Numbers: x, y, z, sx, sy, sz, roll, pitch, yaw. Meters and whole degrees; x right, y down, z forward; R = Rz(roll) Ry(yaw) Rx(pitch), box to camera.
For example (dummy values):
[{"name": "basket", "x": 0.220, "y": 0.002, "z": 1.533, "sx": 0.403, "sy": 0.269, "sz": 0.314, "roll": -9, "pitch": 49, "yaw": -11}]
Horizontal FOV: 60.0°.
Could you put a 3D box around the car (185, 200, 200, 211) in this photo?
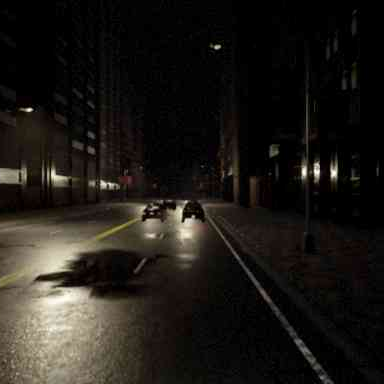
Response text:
[{"name": "car", "x": 0.097, "y": 1.840, "z": 46.605, "sx": 2.033, "sy": 1.411, "sz": 5.357, "roll": 0, "pitch": 0, "yaw": 0}]

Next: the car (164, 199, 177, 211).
[{"name": "car", "x": -3.152, "y": 1.785, "z": 46.554, "sx": 2.128, "sy": 1.511, "sz": 4.902, "roll": 0, "pitch": 0, "yaw": 0}]

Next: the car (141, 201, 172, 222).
[{"name": "car", "x": -3.153, "y": 1.735, "z": 28.468, "sx": 2.033, "sy": 1.411, "sz": 5.357, "roll": 0, "pitch": 0, "yaw": 0}]

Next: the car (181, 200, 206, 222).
[{"name": "car", "x": 0.100, "y": 1.691, "z": 28.401, "sx": 1.837, "sy": 1.490, "sz": 4.892, "roll": 0, "pitch": 0, "yaw": 0}]
